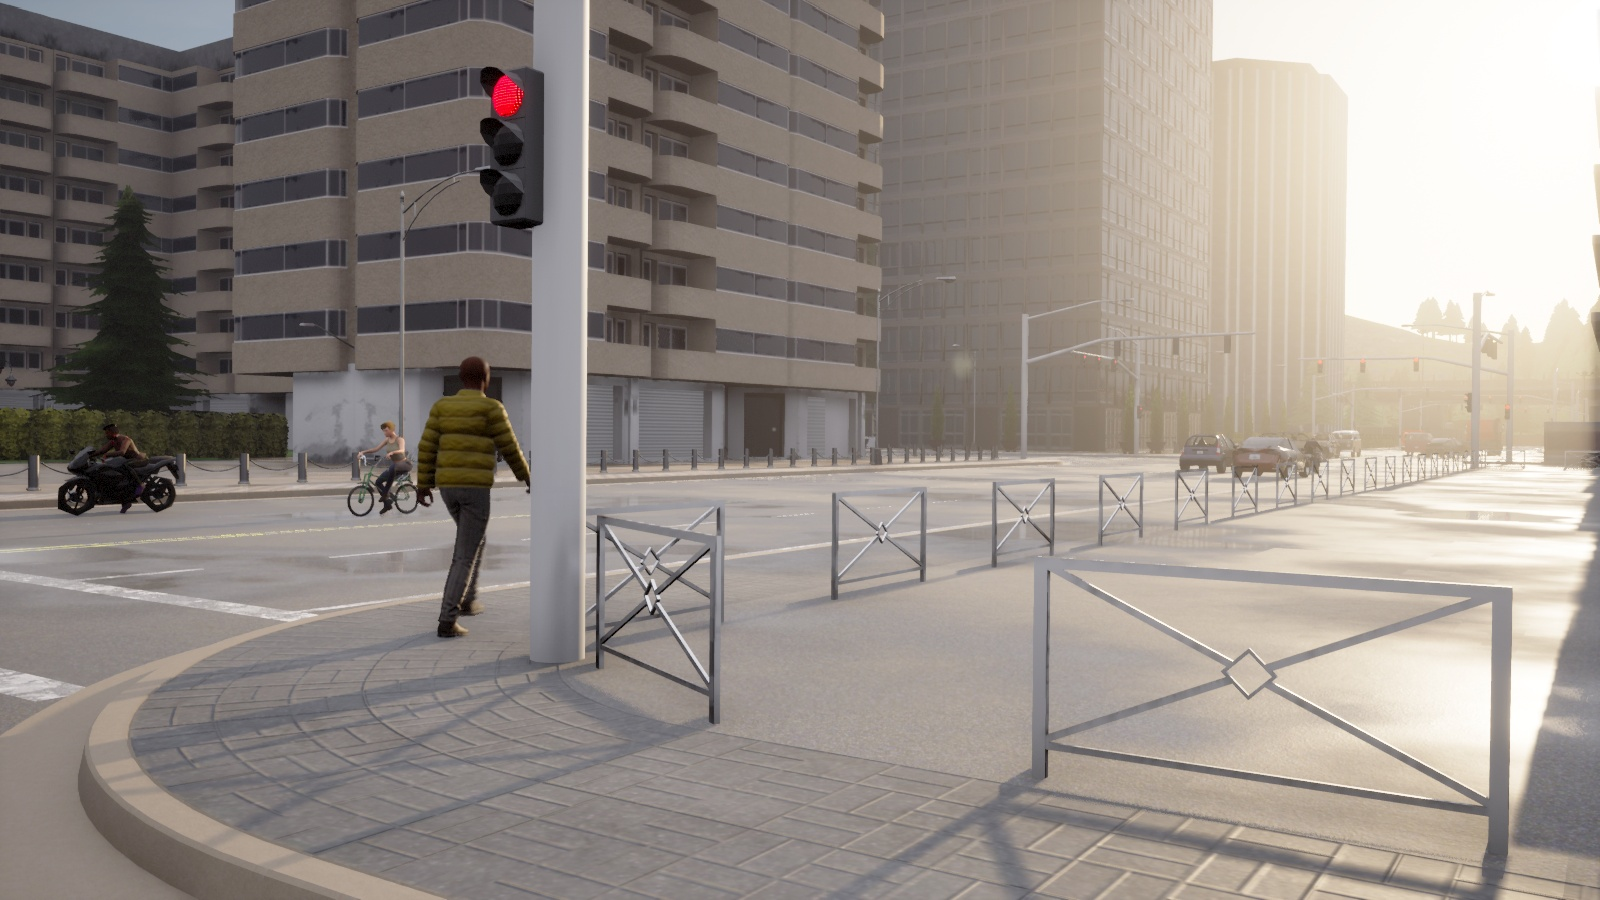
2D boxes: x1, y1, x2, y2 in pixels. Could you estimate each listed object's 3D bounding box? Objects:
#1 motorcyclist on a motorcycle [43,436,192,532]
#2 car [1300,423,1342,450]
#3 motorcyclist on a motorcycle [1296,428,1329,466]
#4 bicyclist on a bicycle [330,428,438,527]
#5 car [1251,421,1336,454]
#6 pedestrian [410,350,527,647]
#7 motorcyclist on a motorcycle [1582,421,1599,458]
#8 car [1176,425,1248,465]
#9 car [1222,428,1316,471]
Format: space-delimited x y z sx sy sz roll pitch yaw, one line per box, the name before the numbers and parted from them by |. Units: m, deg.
motorcyclist on a motorcycle | -11.443 0.529 21.112 0.797 1.523 2.044 0 1 33
car | 36.743 -0.994 88.571 1.932 1.855 4.605 0 1 33
motorcyclist on a motorcycle | 21.191 -0.134 51.919 0.866 1.530 2.191 0 1 33
bicyclist on a bicycle | -7.076 0.440 21.409 0.866 1.612 1.509 0 1 33
car | 29.220 -0.760 74.328 4.605 1.855 1.932 -1 1 -22
pedestrian | -2.144 0.297 8.171 0.370 1.835 0.726 0 1 19
motorcyclist on a motorcycle | 36.944 -0.487 57.076 2.350 1.649 0.766 0 1 33
car | 17.102 -0.236 52.056 1.851 1.617 3.988 0 1 33
car | 17.128 -0.048 45.693 2.163 1.488 4.792 0 1 33
